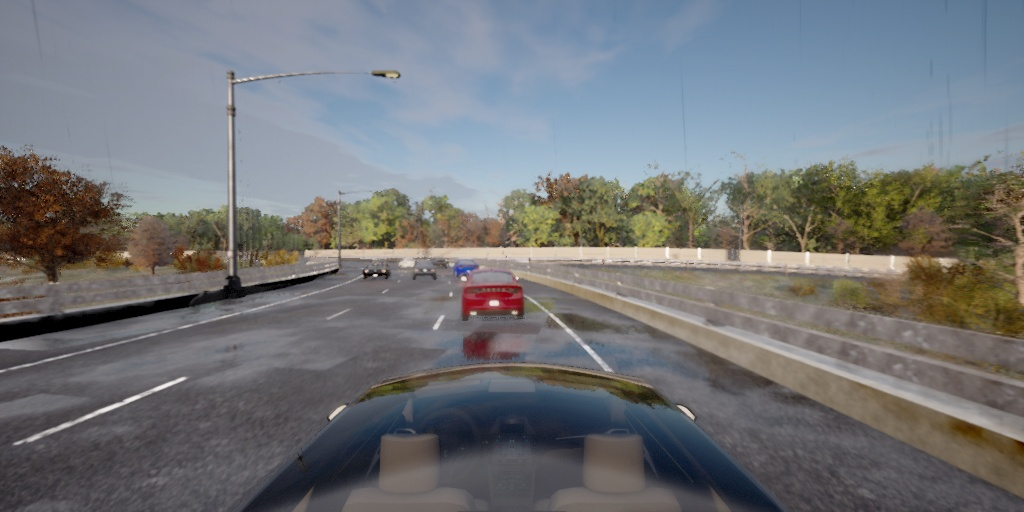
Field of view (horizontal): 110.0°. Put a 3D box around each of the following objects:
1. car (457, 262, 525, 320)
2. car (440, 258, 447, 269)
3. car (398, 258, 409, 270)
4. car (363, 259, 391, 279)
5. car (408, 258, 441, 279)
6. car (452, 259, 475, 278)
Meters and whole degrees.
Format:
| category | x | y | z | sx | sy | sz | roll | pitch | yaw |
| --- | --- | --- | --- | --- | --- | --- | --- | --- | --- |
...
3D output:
| category | x | y | z | sx | sy | sz | roll | pitch | yaw |
| --- | --- | --- | --- | --- | --- | --- | --- | --- | --- |
| car | -0.735 | 1.148 | 12.407 | 1.882 | 1.535 | 5.008 | 0 | 0 | -6 |
| car | -9.868 | 0.948 | 47.135 | 1.837 | 1.490 | 4.892 | 0 | 1 | -24 |
| car | -13.601 | 0.986 | 46.885 | 1.812 | 1.442 | 4.674 | 0 | 1 | -25 |
| car | -11.048 | 1.184 | 29.629 | 1.895 | 1.301 | 4.718 | 0 | 0 | -15 |
| car | -7.242 | 1.115 | 29.521 | 2.033 | 1.411 | 5.357 | 0 | 0 | -15 |
| car | -3.977 | 1.023 | 30.511 | 1.882 | 1.535 | 5.008 | 0 | 0 | -15 |
